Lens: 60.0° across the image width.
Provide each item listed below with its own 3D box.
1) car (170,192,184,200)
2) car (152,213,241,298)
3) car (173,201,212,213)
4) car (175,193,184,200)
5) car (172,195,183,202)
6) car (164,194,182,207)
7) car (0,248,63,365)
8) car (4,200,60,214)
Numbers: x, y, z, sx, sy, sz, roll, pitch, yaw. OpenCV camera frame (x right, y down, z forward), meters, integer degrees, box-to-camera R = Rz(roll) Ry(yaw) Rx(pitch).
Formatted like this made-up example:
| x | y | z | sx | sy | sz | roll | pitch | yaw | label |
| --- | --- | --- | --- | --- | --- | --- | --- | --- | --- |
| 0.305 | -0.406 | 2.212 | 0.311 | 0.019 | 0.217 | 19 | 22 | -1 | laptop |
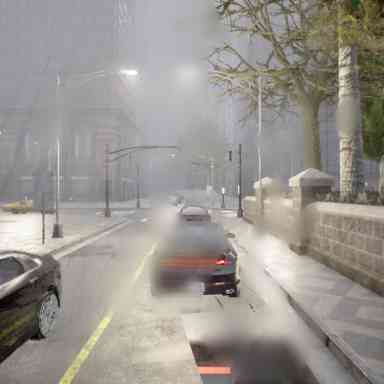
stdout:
| x | y | z | sx | sy | sz | roll | pitch | yaw | label |
| --- | --- | --- | --- | --- | --- | --- | --- | --- | --- |
| -3.086 | 1.091 | 60.062 | 2.150 | 2.045 | 5.566 | 0 | 0 | 1 | car |
| 0.096 | 1.505 | 8.528 | 1.837 | 1.490 | 4.892 | 0 | 0 | 0 | car |
| 0.095 | 1.477 | 18.849 | 1.882 | 1.535 | 5.008 | 0 | 0 | 0 | car |
| -3.023 | 1.057 | 80.344 | 2.097 | 1.767 | 4.553 | 0 | 1 | 0 | car |
| -3.020 | 1.322 | 70.057 | 2.128 | 1.511 | 4.902 | 0 | 0 | 0 | car |
| -3.105 | 1.424 | 50.177 | 2.128 | 1.511 | 4.902 | 0 | 0 | 0 | car |
| -3.096 | 1.491 | 3.718 | 2.128 | 1.511 | 4.902 | 0 | 0 | 0 | car |
| -14.941 | 1.398 | 31.177 | 4.829 | 1.417 | 1.752 | 1 | -1 | 0 | car |
